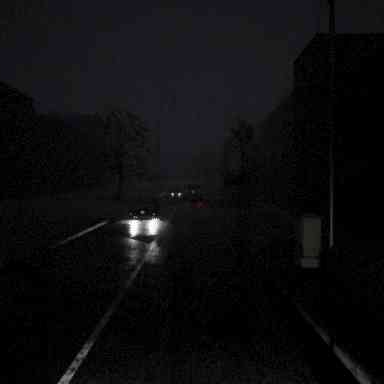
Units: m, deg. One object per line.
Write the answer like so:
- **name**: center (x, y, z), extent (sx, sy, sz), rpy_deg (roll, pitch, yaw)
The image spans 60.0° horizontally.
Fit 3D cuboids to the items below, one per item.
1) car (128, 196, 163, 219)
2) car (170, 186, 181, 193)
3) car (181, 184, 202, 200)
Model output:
- **car**: center (-3.089, 0.997, 22.656), extent (1.994, 1.385, 4.181), rpy_deg (0, 2, 0)
- **car**: center (-3.007, -0.459, 63.489), extent (1.994, 1.385, 4.181), rpy_deg (0, 2, 0)
- **car**: center (0.117, -0.059, 42.688), extent (2.150, 2.045, 5.566), rpy_deg (0, 2, 0)
